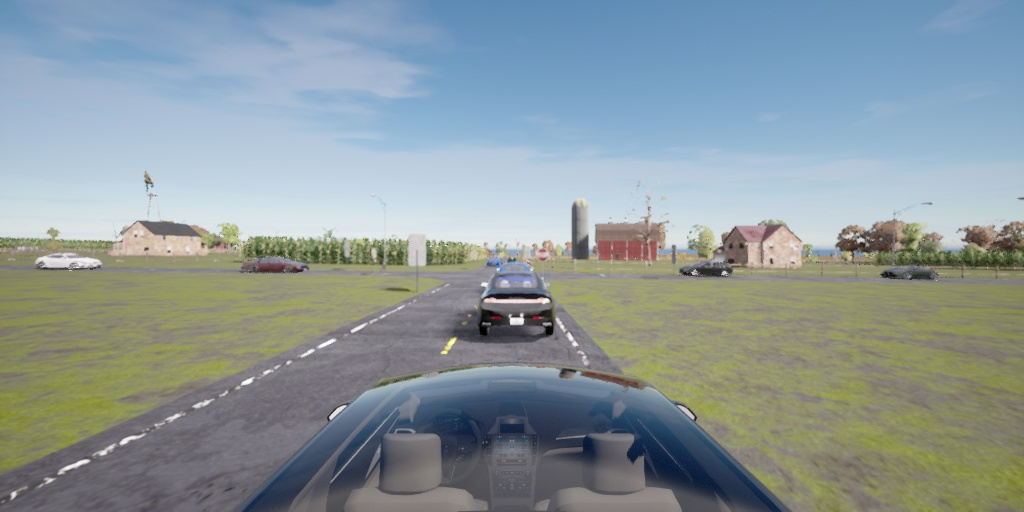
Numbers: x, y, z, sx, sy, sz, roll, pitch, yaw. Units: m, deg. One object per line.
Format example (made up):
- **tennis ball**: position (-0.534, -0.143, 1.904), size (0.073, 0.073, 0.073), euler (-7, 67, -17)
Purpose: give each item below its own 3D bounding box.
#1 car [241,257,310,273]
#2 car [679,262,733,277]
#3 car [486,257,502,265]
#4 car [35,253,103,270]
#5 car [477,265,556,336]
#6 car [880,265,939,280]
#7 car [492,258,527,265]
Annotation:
- **car**: position (-21.325, 0.797, 32.373), size (5.357, 1.411, 2.033), euler (1, 1, 0)
- **car**: position (19.118, 1.281, 35.428), size (4.892, 1.490, 1.837), euler (1, 1, 0)
- **car**: position (-2.778, 0.861, 54.339), size (1.882, 1.535, 5.008), euler (0, 0, 0)
- **car**: position (-39.941, 0.494, 32.336), size (4.674, 1.442, 1.812), euler (1, 1, 0)
- **car**: position (0.110, 1.176, 10.134), size (2.128, 1.511, 4.902), euler (0, 0, 0)
- **car**: position (39.246, 1.610, 35.461), size (4.181, 1.385, 1.994), euler (1, 1, 0)
- **car**: position (0.157, 1.092, 19.642), size (1.882, 1.535, 5.008), euler (0, 0, 1)
